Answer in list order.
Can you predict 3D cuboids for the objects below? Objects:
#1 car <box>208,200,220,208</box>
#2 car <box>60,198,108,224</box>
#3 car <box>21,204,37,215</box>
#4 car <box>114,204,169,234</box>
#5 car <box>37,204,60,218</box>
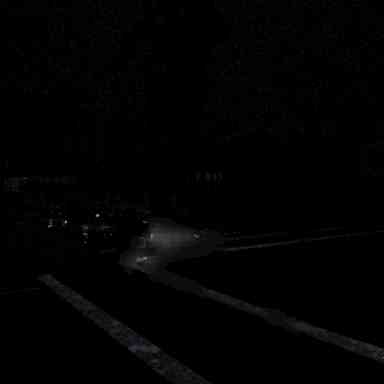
[{"bbox_3d":[4.640,2.116,59.377,1.970,1.475,3.806,1,-2,-37],"label":"car"},{"bbox_3d":[-9.101,1.557,28.419,2.150,2.045,5.566,1,-2,-37],"label":"car"},{"bbox_3d":[-22.495,2.352,46.361,2.033,1.411,5.357,1,-1,-36],"label":"car"},{"bbox_3d":[-3.260,1.712,20.633,1.812,1.442,4.674,1,-1,-37],"label":"car"},{"bbox_3d":[-15.219,2.079,36.570,1.812,1.442,4.674,1,-2,-37],"label":"car"}]
